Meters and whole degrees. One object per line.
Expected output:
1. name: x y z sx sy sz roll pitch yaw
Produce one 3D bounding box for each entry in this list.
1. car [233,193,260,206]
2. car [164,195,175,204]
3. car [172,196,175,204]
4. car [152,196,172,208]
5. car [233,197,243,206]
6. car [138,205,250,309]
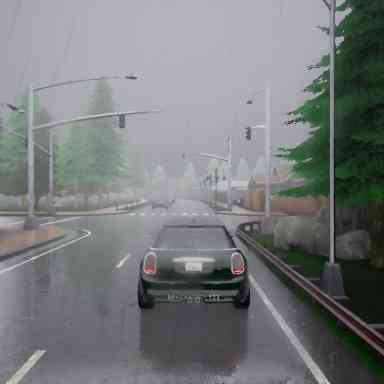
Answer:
1. car: 8.358 1.146 51.295 3.866 1.878 1.905 0 0 -1
2. car: -4.290 1.448 63.780 1.882 1.535 5.008 0 0 0
3. car: -4.204 1.571 53.601 1.895 1.301 4.718 0 0 0
4. car: -4.115 1.534 43.746 1.994 1.385 4.181 0 0 -1
5. car: 8.776 1.144 48.785 4.605 1.855 1.932 0 0 -1
6. car: 0.051 1.352 8.046 2.097 1.767 4.553 0 0 0
